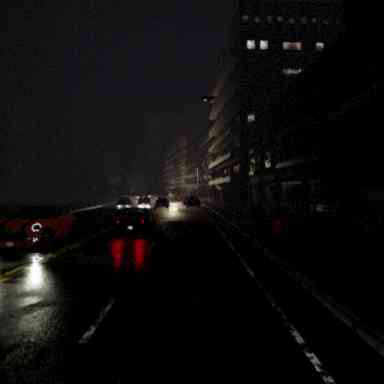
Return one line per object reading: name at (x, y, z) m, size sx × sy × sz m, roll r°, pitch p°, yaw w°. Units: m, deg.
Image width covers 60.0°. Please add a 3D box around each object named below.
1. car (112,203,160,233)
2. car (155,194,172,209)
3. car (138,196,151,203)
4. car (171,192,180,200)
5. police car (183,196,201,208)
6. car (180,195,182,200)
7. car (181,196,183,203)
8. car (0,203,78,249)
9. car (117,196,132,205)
car at (-3.203, 1.549, 19.419) m, size 1.895 × 1.301 × 4.718 m, roll 0°, pitch 0°, yaw -1°
car at (-3.911, 1.417, 43.879) m, size 1.812 × 1.442 × 4.674 m, roll 0°, pitch 0°, yaw -3°
car at (-7.942, 1.358, 55.508) m, size 2.128 × 1.511 × 4.902 m, roll 0°, pitch 0°, yaw -3°
car at (-3.394, 1.226, 80.254) m, size 1.812 × 1.442 × 4.674 m, roll 0°, pitch 0°, yaw -6°
police car at (0.141, 1.312, 45.999) m, size 1.930 × 1.638 × 5.238 m, roll 0°, pitch 0°, yaw -3°
car at (-0.846, 1.380, 61.999) m, size 1.812 × 1.442 × 4.674 m, roll 0°, pitch 0°, yaw -4°
car at (-0.429, 1.392, 55.960) m, size 1.812 × 1.442 × 4.674 m, roll 0°, pitch 0°, yaw -4°
car at (-6.625, 1.312, 14.335) m, size 2.097 × 1.767 × 4.553 m, roll 0°, pitch 0°, yaw 0°
car at (-11.178, 1.430, 55.184) m, size 1.994 × 1.385 × 4.181 m, roll 0°, pitch 0°, yaw -3°
